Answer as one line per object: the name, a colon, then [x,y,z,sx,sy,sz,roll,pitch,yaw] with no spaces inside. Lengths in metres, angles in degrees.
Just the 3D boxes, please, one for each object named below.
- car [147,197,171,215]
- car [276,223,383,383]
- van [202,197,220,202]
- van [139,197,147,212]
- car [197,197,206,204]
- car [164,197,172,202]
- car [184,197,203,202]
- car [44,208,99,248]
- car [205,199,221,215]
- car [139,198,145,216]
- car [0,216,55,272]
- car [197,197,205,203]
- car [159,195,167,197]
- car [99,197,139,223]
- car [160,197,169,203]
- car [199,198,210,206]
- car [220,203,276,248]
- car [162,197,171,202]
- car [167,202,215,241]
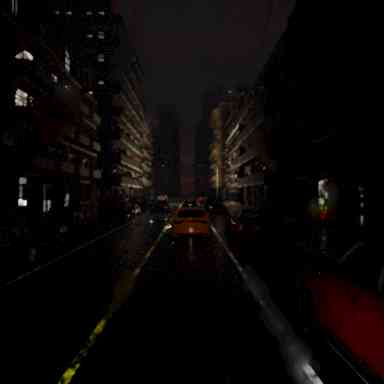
car: [-3.389,1.573,35.877,1.882,1.535,5.008,0,0,0]
car: [2.676,1.317,3.488,2.192,1.841,5.009,0,0,0]
van: [2.386,1.431,37.626,1.690,1.788,3.998,0,0,0]
van: [-5.994,1.448,37.557,1.690,1.788,3.998,0,0,0]
car: [2.095,1.809,71.766,1.802,1.307,4.206,0,0,0]
car: [-6.430,1.910,88.766,1.802,1.307,4.206,0,0,0]
car: [-0.209,1.640,37.001,2.033,1.411,5.357,0,0,0]
car: [-5.801,1.484,14.800,1.967,1.590,4.097,0,0,0]
car: [2.433,1.654,31.938,1.802,1.307,4.206,0,0,0]
car: [-5.946,1.614,31.700,1.752,1.417,4.829,0,0,0]
car: [-5.753,1.582,9.109,2.008,1.369,4.403,0,0,0]
car: [2.047,1.835,77.456,1.802,1.307,4.206,0,0,0]
car: [-6.284,1.559,71.698,2.192,1.841,5.009,0,0,0]
car: [-5.897,1.387,26.179,2.192,1.841,5.009,0,0,0]
car: [-6.332,1.795,77.217,1.752,1.417,4.829,0,0,0]
car: [2.192,1.760,60.386,1.802,1.307,4.206,0,0,0]
car: [2.579,1.467,14.868,1.967,1.590,4.097,0,0,0]
car: [-6.382,1.864,83.078,1.947,1.339,4.313,0,0,0]
car: [-0.051,1.515,17.120,1.882,1.535,5.008,0,0,0]
